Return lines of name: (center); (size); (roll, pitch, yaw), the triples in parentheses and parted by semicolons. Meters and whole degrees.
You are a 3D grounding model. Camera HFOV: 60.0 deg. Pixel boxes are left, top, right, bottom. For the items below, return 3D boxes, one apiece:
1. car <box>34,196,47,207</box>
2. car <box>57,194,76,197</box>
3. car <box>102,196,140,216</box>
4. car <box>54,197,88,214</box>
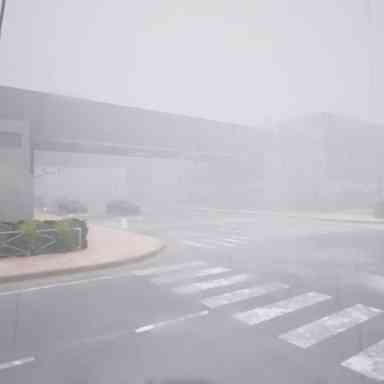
car: (-23.298, 1.410, 49.931); (2.097, 1.767, 4.553); (0, 0, -36)
car: (-19.846, 1.485, 51.116); (2.128, 1.511, 4.902); (0, 0, -36)
car: (-6.908, 1.470, 33.114); (1.882, 1.535, 5.008); (0, 0, -36)
car: (-12.702, 1.542, 35.145); (2.033, 1.411, 5.357); (0, 0, -36)
